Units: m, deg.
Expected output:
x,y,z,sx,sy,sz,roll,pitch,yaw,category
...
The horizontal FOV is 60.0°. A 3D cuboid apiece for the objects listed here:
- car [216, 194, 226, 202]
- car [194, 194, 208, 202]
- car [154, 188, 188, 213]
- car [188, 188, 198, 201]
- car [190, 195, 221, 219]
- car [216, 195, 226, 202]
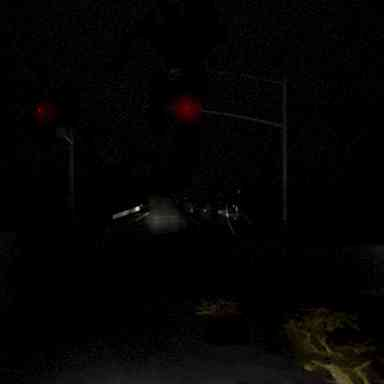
x,y,z,sx,sy,sz,roll,pitch,yaw,category
4.802,1.079,58.320,1.812,1.442,4.674,0,-2,7,car
1.669,1.192,61.427,2.033,1.411,5.357,0,-2,8,car
-2.039,0.797,31.577,2.150,2.045,5.566,0,3,6,car
-0.499,0.483,45.393,2.150,2.045,5.566,0,0,8,car
1.171,1.330,27.453,1.994,1.385,4.181,0,3,5,car
6.027,1.325,68.414,1.882,1.535,5.008,0,-1,6,car
